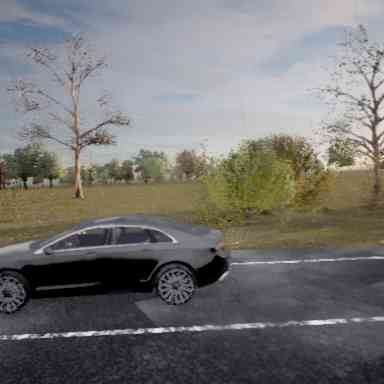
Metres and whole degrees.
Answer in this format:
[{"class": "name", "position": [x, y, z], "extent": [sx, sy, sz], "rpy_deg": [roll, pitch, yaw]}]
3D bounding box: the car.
[{"class": "car", "position": [-1.714, 1.253, 6.578], "extent": [4.902, 1.511, 2.128], "rpy_deg": [-2, 2, -2]}]
